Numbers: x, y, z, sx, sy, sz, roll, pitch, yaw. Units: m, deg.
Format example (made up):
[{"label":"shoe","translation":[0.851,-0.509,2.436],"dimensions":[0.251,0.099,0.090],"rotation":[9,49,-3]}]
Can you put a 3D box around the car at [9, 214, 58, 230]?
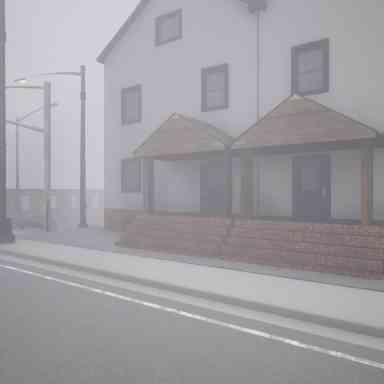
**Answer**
[{"label":"car","translation":[-14.051,2.655,29.306],"dimensions":[1.994,1.385,4.181],"rotation":[0,-9,36]}]

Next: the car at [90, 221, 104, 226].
[{"label":"car","translation":[-8.950,3.820,36.397],"dimensions":[2.097,1.767,4.553],"rotation":[0,-12,35]}]
